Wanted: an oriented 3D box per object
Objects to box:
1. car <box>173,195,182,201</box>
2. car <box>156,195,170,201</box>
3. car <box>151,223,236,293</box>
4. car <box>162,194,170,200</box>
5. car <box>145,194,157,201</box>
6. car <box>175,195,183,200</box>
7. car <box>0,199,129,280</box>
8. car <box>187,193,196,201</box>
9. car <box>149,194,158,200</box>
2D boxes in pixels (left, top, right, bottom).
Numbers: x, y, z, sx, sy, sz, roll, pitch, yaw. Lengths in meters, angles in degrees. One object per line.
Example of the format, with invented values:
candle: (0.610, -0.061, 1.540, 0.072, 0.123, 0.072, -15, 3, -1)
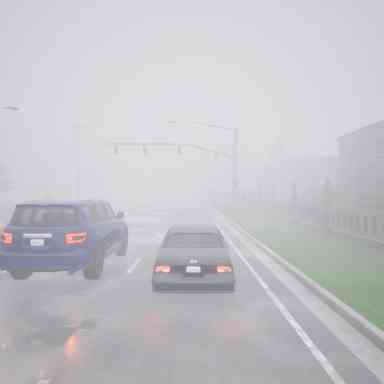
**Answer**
car: (-3.633, 1.469, 82.575, 1.882, 1.535, 5.008, 0, 0, 0)
car: (-7.134, 1.588, 83.016, 1.895, 1.301, 4.718, 0, 0, 0)
car: (0.043, 1.547, 8.964, 2.033, 1.411, 5.357, 0, 0, 0)
car: (-7.150, 1.385, 92.989, 1.994, 1.385, 4.181, 0, 0, 0)
car: (-10.634, 1.517, 82.980, 1.812, 1.442, 4.674, 0, 0, 0)
car: (-3.650, 1.428, 93.025, 1.895, 1.301, 4.718, 0, 0, 0)
car: (-3.450, 1.221, 10.120, 2.150, 2.045, 5.566, 0, 0, 0)
car: (-0.133, 1.217, 82.611, 2.150, 2.045, 5.566, 0, 0, 0)
car: (-10.650, 1.310, 92.983, 1.882, 1.535, 5.008, 0, 0, 0)
